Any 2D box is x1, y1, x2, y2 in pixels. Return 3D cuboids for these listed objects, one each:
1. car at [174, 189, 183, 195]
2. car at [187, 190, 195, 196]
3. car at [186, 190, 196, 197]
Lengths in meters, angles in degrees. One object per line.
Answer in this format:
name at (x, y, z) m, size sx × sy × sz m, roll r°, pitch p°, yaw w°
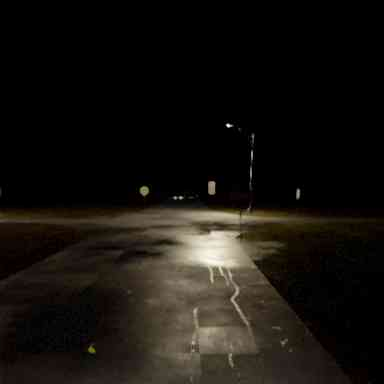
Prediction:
car at (-2.968, -0.064, 74.355) m, size 2.033 × 1.411 × 5.357 m, roll 0°, pitch 1°, yaw 0°
car at (-0.235, 0.123, 80.193) m, size 1.994 × 1.385 × 4.181 m, roll 0°, pitch 1°, yaw 0°
car at (-0.206, 0.414, 70.142) m, size 1.994 × 1.385 × 4.181 m, roll 0°, pitch 1°, yaw 0°
